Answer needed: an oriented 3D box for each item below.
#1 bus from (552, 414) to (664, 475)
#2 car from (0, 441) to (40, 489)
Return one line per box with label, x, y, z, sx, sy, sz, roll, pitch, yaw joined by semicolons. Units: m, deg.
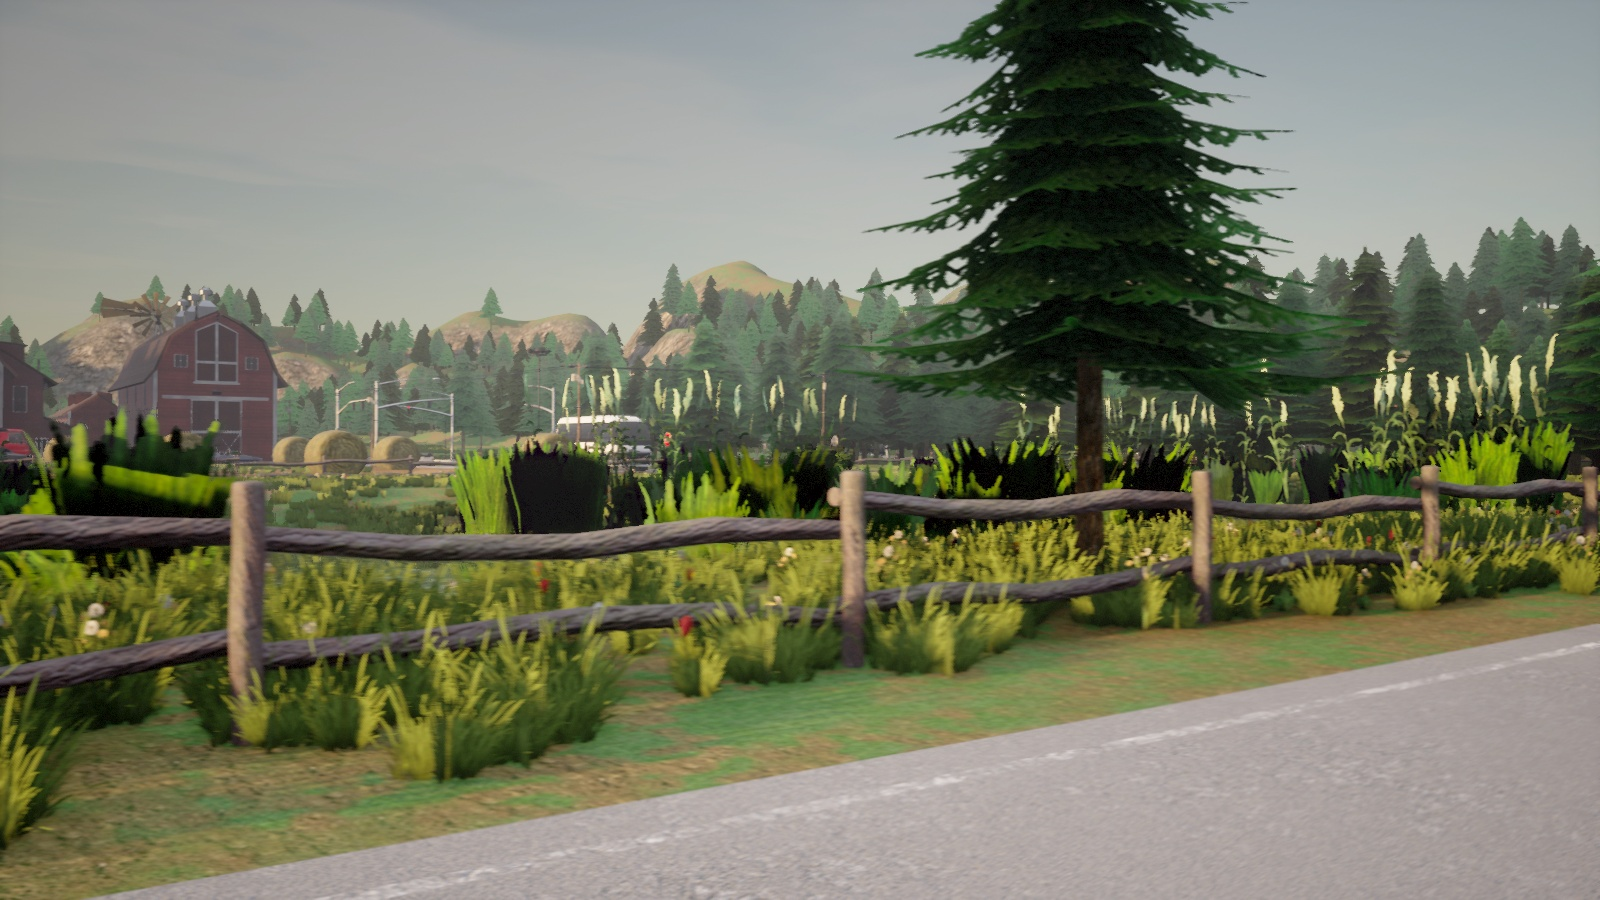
bus;-14.316;-0.360;92.782;3.944;4.253;10.273;0;0;-36
car;-35.589;0.646;53.377;5.566;2.045;2.150;0;0;-33
